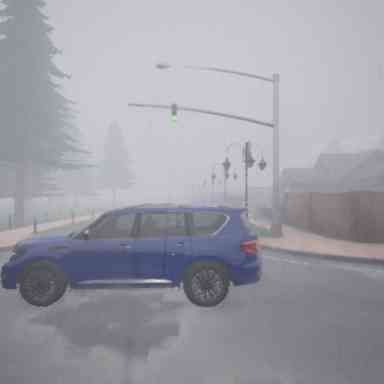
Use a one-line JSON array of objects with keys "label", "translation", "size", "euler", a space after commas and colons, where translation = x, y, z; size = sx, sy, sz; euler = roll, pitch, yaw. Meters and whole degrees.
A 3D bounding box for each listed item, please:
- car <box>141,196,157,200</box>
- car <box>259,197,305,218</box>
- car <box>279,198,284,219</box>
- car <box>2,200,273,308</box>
[{"label": "car", "translation": [-11.318, 2.046, 91.075], "size": [2.150, 2.045, 5.566], "euler": [0, -1, -27]}, {"label": "car", "translation": [8.475, 1.423, 31.508], "size": [3.866, 1.878, 1.905], "euler": [0, -1, -1]}, {"label": "car", "translation": [8.886, 1.398, 28.998], "size": [4.605, 1.855, 1.932], "euler": [0, -1, -1]}, {"label": "car", "translation": [-1.225, 1.299, 7.622], "size": [5.566, 2.045, 2.150], "euler": [0, 0, 1]}]
